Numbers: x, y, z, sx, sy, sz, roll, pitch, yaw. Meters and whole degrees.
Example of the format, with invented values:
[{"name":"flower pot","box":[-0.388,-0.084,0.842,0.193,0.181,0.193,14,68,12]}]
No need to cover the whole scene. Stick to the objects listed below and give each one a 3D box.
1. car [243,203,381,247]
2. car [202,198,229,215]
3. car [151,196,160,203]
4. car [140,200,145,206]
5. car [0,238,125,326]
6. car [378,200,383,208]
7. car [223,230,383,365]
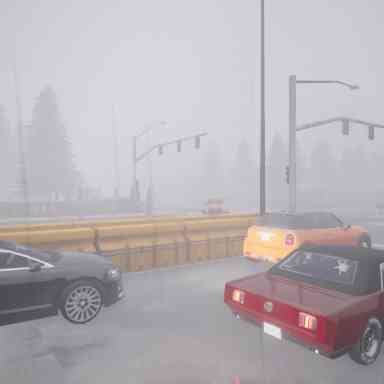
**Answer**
[{"name":"car","box":[3.854,1.352,10.803,4.553,1.767,2.097,0,0,-36]},{"name":"car","box":[2.143,1.352,29.822,2.097,1.767,4.553,-1,0,5]},{"name":"car","box":[-7.972,1.514,70.211,2.033,1.411,5.357,0,0,-2]},{"name":"car","box":[-9.075,1.547,50.693,2.033,1.411,5.357,0,0,-35]},{"name":"car","box":[-3.560,1.492,5.498,4.902,1.511,2.128,0,0,-36]},{"name":"car","box":[26.720,1.547,44.591,5.357,1.411,2.033,0,0,-36]},{"name":"car","box":[2.904,1.601,5.823,4.718,1.301,1.895,0,0,-36]}]
